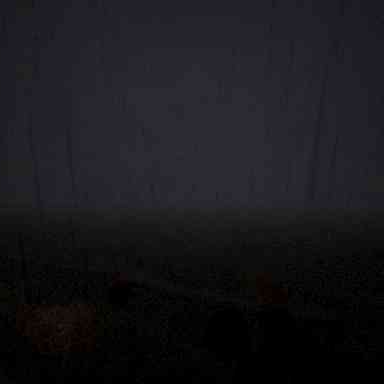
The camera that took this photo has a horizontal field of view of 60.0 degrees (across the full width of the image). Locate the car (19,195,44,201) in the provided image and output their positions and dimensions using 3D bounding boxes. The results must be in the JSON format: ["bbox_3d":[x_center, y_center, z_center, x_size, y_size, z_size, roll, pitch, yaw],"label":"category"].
[{"bbox_3d":[-30.130,1.473,62.678,2.242,1.667,4.611,0,-1,42],"label":"car"}]
